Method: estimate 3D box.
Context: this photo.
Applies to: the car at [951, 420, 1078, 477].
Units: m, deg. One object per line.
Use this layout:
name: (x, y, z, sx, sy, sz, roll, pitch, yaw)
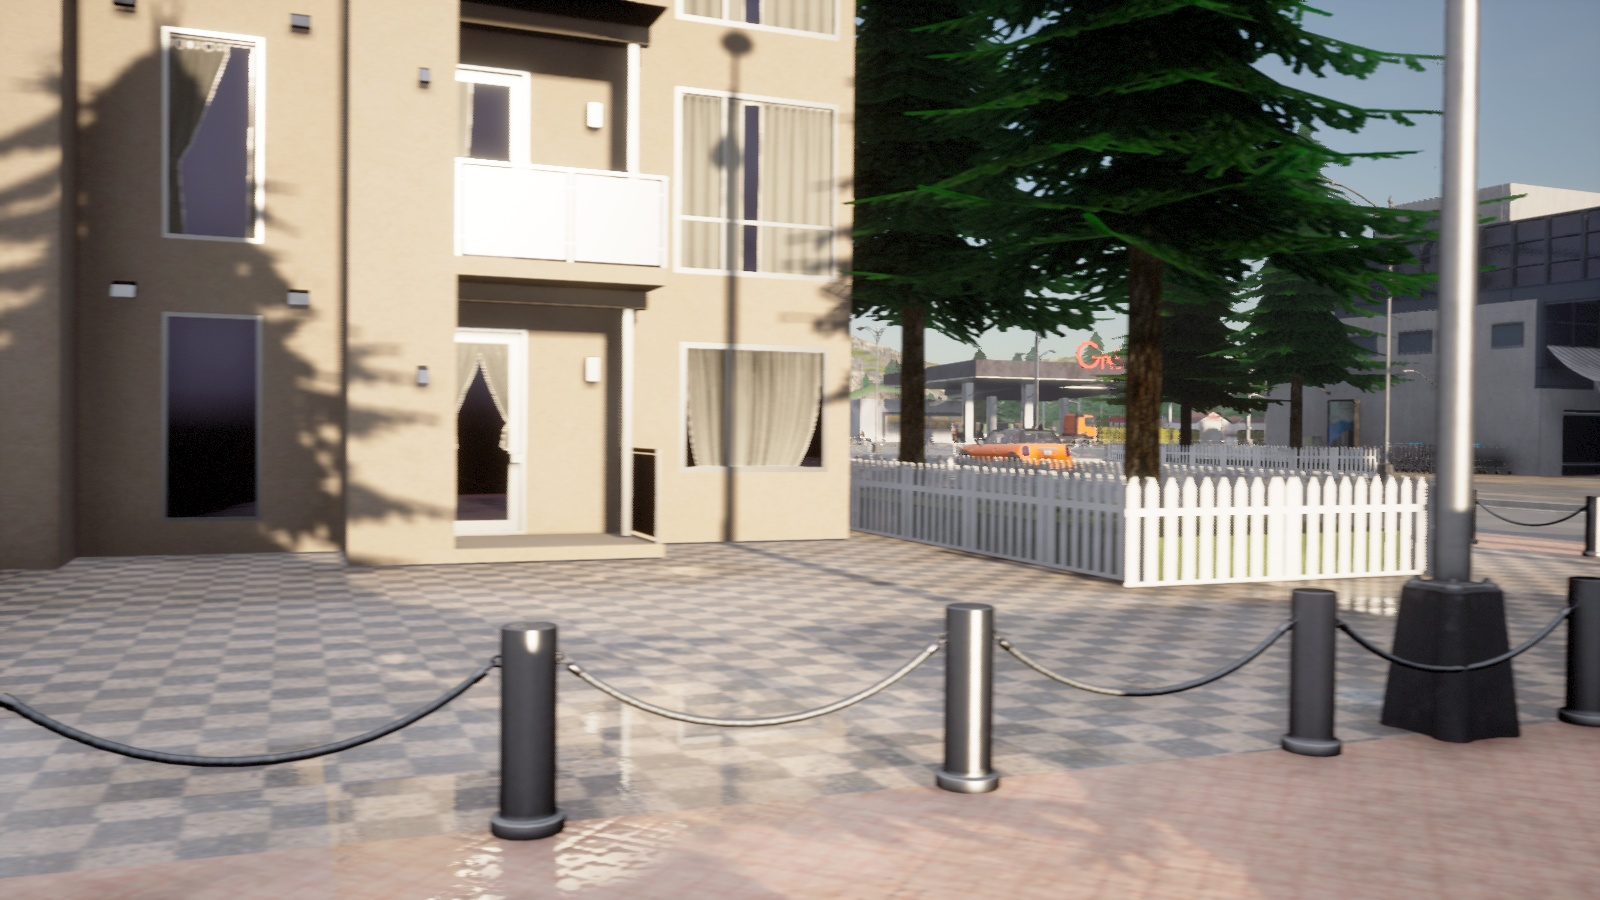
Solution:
car: (7.093, -0.090, 42.044, 2.097, 1.767, 4.553, -1, 1, -23)
